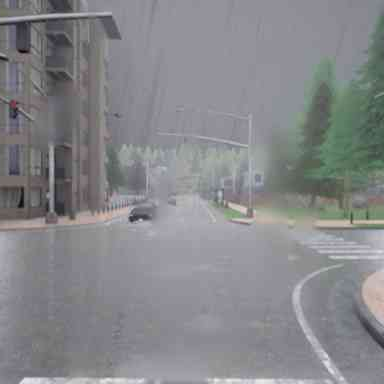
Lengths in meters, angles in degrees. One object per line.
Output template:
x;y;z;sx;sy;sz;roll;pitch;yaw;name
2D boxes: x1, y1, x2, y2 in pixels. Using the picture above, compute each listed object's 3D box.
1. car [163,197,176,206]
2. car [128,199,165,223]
-3.423;1.419;50.443;1.994;1.385;4.181;0;0;0;car
-3.464;1.484;25.201;2.033;1.411;5.357;0;0;0;car
